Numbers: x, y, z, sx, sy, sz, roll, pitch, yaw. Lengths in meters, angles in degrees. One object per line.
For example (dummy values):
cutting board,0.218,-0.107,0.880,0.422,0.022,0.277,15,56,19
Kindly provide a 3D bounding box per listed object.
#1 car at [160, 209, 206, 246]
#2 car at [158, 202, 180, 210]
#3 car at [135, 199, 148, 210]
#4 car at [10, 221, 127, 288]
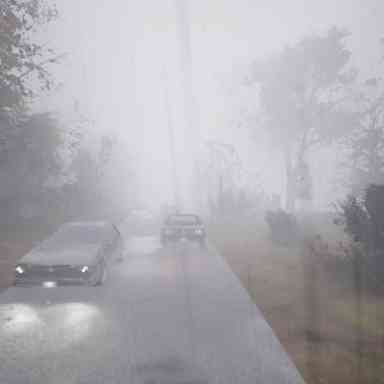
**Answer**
car,-0.489,1.677,15.789,1.895,1.301,4.718,0,0,-4
car,-2.284,1.807,33.731,1.837,1.490,4.892,0,-1,-7
car,-8.161,2.030,53.667,2.097,1.767,4.553,0,-1,-8
car,-3.099,1.579,9.665,2.033,1.411,5.357,0,0,-2
